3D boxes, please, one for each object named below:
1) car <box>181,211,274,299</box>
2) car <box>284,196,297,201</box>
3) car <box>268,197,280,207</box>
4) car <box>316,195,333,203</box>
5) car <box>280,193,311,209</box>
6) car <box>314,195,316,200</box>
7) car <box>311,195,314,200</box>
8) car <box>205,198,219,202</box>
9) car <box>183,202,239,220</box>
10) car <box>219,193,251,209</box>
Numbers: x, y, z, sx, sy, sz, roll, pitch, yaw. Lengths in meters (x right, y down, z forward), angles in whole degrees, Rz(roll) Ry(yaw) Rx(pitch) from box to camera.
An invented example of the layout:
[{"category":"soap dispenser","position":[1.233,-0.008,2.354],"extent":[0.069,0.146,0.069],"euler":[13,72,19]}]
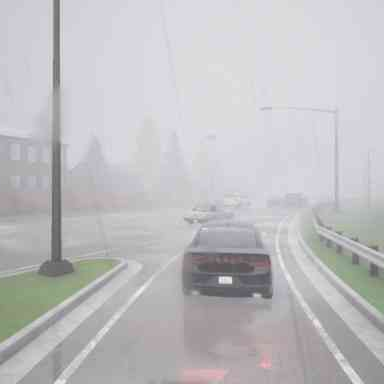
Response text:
[{"category":"car","position":[0.947,1.476,8.592],"extent":[1.882,1.535,5.008],"euler":[0,0,8]},{"category":"car","position":[24.870,1.581,83.977],"extent":[1.895,1.301,4.718],"euler":[0,0,31]},{"category":"car","position":[12.894,1.469,49.940],"extent":[1.882,1.535,5.008],"euler":[0,0,31]},{"category":"car","position":[26.848,1.342,66.660],"extent":[2.097,1.767,4.553],"euler":[0,0,31]},{"category":"car","position":[14.222,1.211,45.324],"extent":[2.150,2.045,5.566],"euler":[0,0,31]},{"category":"car","position":[31.994,1.538,82.262],"extent":[1.994,1.385,4.181],"euler":[0,0,31]},{"category":"car","position":[28.640,1.486,83.469],"extent":[1.837,1.490,4.892],"euler":[0,0,31]},{"category":"car","position":[3.288,1.556,47.479],"extent":[1.994,1.385,4.181],"euler":[0,0,31]},{"category":"car","position":[1.353,1.597,23.672],"extent":[1.895,1.301,4.718],"euler":[0,0,31]},{"category":"car","position":[6.239,1.212,45.598],"extent":[2.150,2.045,5.566],"euler":[0,0,31]}]
